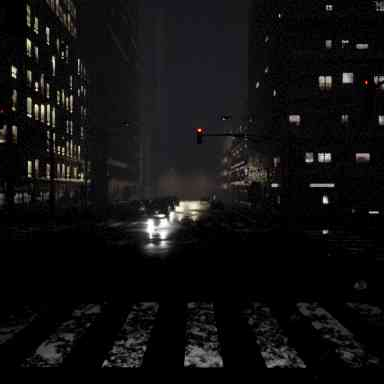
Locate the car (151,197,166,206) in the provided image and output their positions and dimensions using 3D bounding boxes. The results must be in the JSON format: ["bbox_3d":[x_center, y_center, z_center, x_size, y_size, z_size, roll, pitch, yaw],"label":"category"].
[{"bbox_3d":[-5.545,1.530,55.594,1.887,1.381,4.507,-1,0,0],"label":"car"}]

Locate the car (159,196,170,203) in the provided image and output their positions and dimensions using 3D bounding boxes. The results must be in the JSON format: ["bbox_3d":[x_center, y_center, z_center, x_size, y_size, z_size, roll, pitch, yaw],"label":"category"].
[{"bbox_3d":[-5.513,1.528,66.903,1.887,1.381,4.507,-1,0,0],"label":"car"}]

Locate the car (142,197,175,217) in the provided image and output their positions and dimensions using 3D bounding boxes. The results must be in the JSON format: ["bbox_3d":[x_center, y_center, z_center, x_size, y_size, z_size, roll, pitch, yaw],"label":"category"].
[{"bbox_3d":[-3.013,1.482,30.955,2.128,1.511,4.902,0,0,0],"label":"car"}]

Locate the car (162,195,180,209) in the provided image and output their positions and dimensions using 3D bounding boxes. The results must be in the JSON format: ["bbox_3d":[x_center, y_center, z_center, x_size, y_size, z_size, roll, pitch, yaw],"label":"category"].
[{"bbox_3d":[-2.980,1.480,40.440,2.128,1.511,4.902,0,0,0],"label":"car"}]

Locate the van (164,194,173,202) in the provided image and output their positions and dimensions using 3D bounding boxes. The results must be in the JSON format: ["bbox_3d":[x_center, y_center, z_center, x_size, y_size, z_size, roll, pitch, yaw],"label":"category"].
[{"bbox_3d":[-5.483,1.322,78.213,1.690,1.788,3.998,-1,0,0],"label":"van"}]

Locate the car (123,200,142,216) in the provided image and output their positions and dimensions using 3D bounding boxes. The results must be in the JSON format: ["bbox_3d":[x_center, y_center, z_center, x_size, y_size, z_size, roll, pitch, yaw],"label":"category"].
[{"bbox_3d":[-5.611,1.516,32.806,1.752,1.417,4.829,-1,0,0],"label":"car"}]

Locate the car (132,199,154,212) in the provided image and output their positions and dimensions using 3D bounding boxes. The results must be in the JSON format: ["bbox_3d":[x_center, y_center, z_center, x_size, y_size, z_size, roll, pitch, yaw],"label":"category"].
[{"bbox_3d":[-5.594,1.555,38.630,1.947,1.339,4.313,-1,0,0],"label":"car"}]

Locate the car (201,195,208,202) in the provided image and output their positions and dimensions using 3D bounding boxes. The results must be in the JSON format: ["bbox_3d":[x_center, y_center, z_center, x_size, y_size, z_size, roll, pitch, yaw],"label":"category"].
[{"bbox_3d":[2.882,1.422,72.534,1.967,1.590,4.097,-1,0,0],"label":"car"}]

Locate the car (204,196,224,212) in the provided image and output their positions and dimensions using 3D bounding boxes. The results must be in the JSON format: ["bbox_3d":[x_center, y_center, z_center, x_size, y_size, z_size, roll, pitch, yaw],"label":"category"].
[{"bbox_3d":[2.786,1.540,38.606,2.008,1.369,4.403,-1,0,0],"label":"car"}]

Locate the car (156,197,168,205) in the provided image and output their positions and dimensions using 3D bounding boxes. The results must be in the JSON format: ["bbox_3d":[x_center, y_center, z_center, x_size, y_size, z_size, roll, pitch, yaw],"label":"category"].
[{"bbox_3d":[-5.528,1.566,61.248,1.802,1.307,4.206,-1,0,0],"label":"car"}]
